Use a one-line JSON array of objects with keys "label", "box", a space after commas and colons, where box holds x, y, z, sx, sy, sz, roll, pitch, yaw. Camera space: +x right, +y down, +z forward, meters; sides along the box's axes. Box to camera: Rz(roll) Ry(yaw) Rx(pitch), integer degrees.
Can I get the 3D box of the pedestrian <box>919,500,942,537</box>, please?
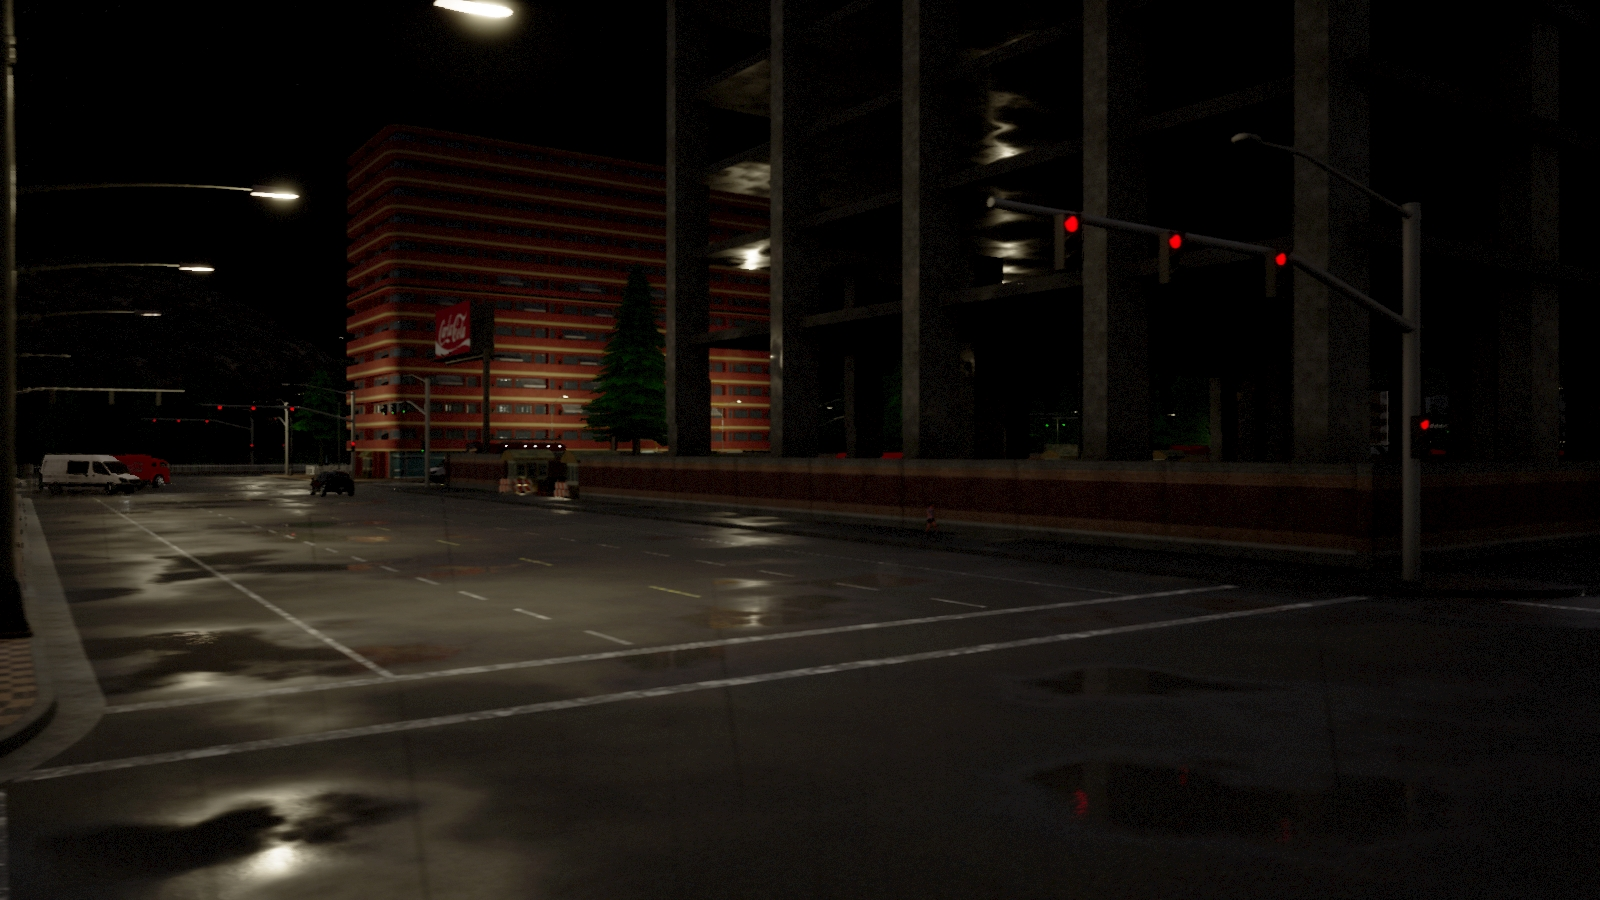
[{"label": "pedestrian", "box": [3.993, 2.094, 35.042, 0.500, 1.100, 0.500, 0, 0, -34]}]
